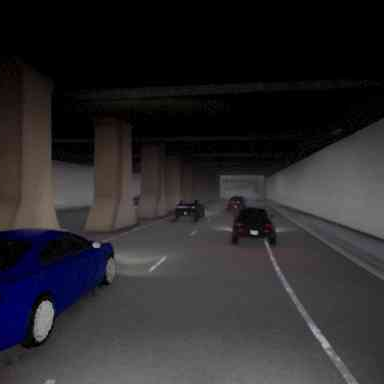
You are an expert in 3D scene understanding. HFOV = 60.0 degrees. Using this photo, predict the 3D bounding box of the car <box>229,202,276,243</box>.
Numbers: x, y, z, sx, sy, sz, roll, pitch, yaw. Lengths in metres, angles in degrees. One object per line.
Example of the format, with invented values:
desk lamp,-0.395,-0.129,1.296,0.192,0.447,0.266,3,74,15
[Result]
car,2.826,1.435,15.492,1.812,1.442,4.674,0,0,9

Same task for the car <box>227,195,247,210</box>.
car,5.095,1.275,38.069,1.837,1.490,4.892,0,0,10

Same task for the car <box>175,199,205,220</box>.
car,-0.105,1.317,26.473,2.128,1.511,4.902,0,0,9

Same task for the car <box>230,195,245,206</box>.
car,6.861,1.193,49.696,2.128,1.511,4.902,0,0,9

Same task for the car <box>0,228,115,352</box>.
car,-2.957,1.424,6.284,1.882,1.535,5.008,0,0,4

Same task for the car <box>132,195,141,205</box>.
car,-7.547,1.150,47.707,2.128,1.511,4.902,0,0,9
